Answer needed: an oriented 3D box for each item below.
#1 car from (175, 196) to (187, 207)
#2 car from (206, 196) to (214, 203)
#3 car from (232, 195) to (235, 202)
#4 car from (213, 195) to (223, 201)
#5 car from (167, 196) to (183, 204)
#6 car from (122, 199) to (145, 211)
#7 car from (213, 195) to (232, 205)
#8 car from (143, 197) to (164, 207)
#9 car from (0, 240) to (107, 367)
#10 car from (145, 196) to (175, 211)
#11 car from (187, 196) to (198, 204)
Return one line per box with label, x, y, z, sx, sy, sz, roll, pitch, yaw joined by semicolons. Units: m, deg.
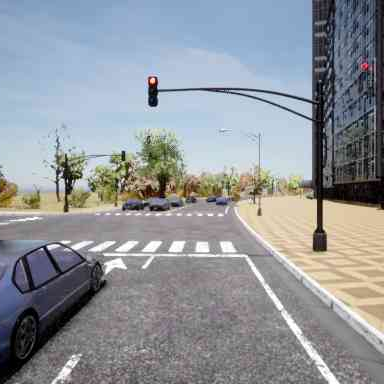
car;-2.539;1.550;51.694;2.033;1.411;5.357;0;0;8
car;4.199;1.559;70.833;1.994;1.385;4.181;0;0;12
car;9.629;1.546;80.413;2.128;1.511;4.902;0;0;14
car;6.319;1.392;80.540;1.812;1.442;4.674;0;0;14
car;-3.366;1.553;66.100;2.033;1.411;5.357;0;0;11
car;-7.210;1.563;41.211;1.994;1.385;4.181;0;0;7
car;5.561;1.557;59.948;2.033;1.411;5.357;0;0;10
car;-5.871;1.548;51.375;2.033;1.411;5.357;0;0;8
car;-3.036;1.547;5.722;2.033;1.411;5.357;0;0;1
car;-3.923;1.547;41.486;2.033;1.411;5.357;0;0;7
car;-0.114;1.513;65.830;1.837;1.490;4.892;0;0;11
